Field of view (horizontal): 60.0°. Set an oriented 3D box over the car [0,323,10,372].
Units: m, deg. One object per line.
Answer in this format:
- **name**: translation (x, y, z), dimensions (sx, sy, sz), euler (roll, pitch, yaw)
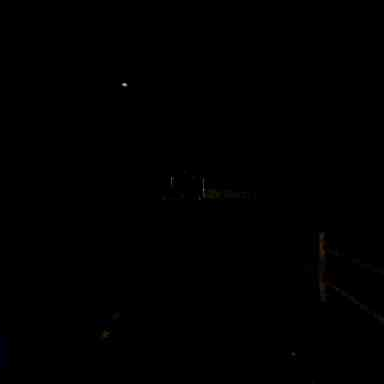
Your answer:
- **car**: translation (-2.848, 1.603, 1.266), dimensions (1.895, 1.301, 4.718), euler (0, 0, 0)
